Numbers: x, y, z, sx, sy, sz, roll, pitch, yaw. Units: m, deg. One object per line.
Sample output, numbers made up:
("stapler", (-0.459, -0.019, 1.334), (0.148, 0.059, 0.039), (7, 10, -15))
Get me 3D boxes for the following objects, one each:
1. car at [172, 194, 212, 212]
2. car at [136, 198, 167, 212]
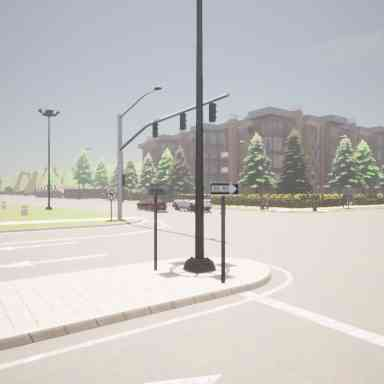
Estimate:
("car", (-0.053, 1.221, 38.304), (2.150, 2.045, 5.566), (0, 0, -36))
("car", (-4.809, 1.477, 38.901), (1.882, 1.535, 5.008), (0, 0, -36))
